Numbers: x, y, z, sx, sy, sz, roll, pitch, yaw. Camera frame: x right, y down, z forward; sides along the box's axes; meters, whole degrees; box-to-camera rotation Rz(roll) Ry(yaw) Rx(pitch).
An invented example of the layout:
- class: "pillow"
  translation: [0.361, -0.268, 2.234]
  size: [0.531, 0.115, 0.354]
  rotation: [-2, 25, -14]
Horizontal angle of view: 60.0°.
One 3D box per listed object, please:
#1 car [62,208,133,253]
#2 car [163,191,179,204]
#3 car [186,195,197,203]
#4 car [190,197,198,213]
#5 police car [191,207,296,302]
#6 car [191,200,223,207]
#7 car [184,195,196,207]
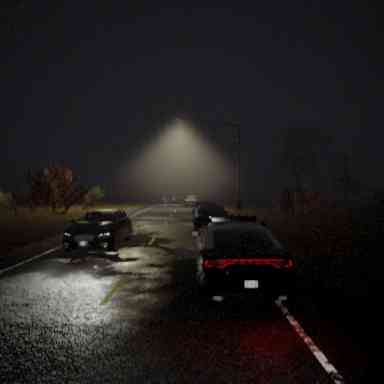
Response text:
- class: "car"
  translation: [-3.632, 1.438, 13.515]
  size: [2.128, 1.511, 4.902]
  rotation: [0, 0, 0]
- class: "car"
  translation: [-3.721, 1.073, 55.905]
  size: [2.097, 1.767, 4.553]
  rotation: [0, 0, 0]
- class: "car"
  translation: [-0.145, 1.226, 59.125]
  size: [1.812, 1.442, 4.674]
  rotation: [0, 0, 0]
- class: "car"
  translation: [0.994, 1.375, 24.289]
  size: [1.882, 1.535, 5.008]
  rotation: [0, 0, 0]
- class: "police car"
  translation: [1.031, 1.393, 8.396]
  size: [1.930, 1.638, 5.238]
  rotation: [0, 0, 0]
- class: "car"
  translation: [1.007, 1.431, 18.287]
  size: [1.837, 1.490, 4.892]
  rotation: [0, 0, 0]
- class: "car"
  translation: [-0.073, 1.274, 45.791]
  size: [2.128, 1.511, 4.902]
  rotation: [0, 0, 0]
